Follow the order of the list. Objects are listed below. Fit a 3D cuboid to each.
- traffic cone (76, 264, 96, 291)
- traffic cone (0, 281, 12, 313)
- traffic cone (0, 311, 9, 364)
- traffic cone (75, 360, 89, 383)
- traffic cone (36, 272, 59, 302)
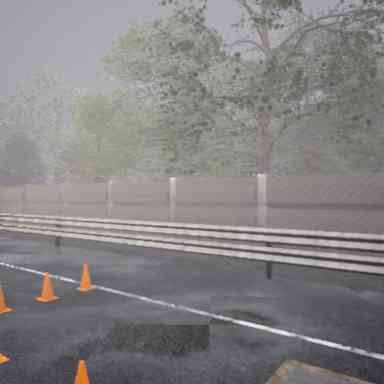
[{"bbox_3d":[-2.595,2.061,8.125,0.340,0.580,0.340,-1,-1,36],"label":"traffic cone"},{"bbox_3d":[-3.768,2.044,6.505,0.340,0.580,0.340,-1,-1,36],"label":"traffic cone"},{"bbox_3d":[-2.733,2.018,4.522,0.340,0.580,0.340,-1,-1,36],"label":"traffic cone"},{"bbox_3d":[-1.112,2.000,3.351,0.340,0.580,0.340,-1,-1,36],"label":"traffic cone"},{"bbox_3d":[-3.182,2.053,7.315,0.340,0.580,0.340,-1,-1,36],"label":"traffic cone"}]
